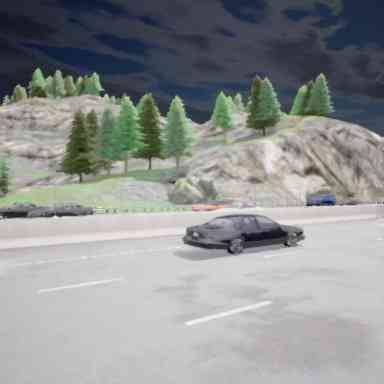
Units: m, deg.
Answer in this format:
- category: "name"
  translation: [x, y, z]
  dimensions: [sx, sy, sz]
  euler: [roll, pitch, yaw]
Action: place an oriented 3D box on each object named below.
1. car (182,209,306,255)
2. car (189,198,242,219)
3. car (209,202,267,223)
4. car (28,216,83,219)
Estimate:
- category: "car"
  translation: [2.223, 1.591, 13.466]
  dimensions: [5.357, 1.411, 2.033]
  euler: [0, 0, -34]
- category: "car"
  translation: [2.217, 1.455, 30.532]
  dimensions: [4.553, 1.767, 2.097]
  euler: [0, 0, -34]
- category: "car"
  translation: [3.830, 1.614, 27.403]
  dimensions: [4.674, 1.442, 1.812]
  euler: [0, 0, -34]
- category: "car"
  translation: [-10.273, 1.609, 26.392]
  dimensions: [4.902, 1.511, 2.128]
  euler: [0, 0, -34]
